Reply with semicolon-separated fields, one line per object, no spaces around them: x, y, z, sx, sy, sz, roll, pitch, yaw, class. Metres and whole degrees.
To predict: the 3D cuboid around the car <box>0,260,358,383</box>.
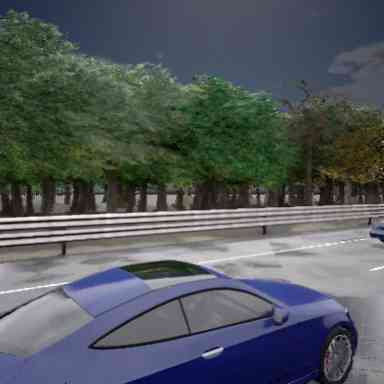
-0.102;1.520;3.655;4.674;1.442;1.812;0;0;-35;car

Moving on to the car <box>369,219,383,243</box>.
10.115;1.552;14.854;5.357;1.411;2.033;0;0;-33;car
